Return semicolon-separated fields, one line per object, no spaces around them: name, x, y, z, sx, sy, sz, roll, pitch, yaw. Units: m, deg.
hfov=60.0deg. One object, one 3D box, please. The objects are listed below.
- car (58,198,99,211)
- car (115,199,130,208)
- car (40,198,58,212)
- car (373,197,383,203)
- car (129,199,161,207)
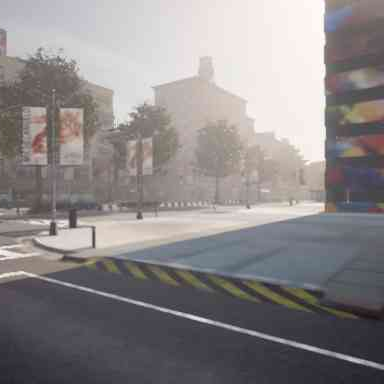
car;-14.239;1.584;42.810;2.097;1.767;4.553;0;0;36
car;-10.190;1.858;54.458;1.895;1.301;4.718;0;0;36
car;-17.875;1.605;43.730;2.097;1.767;4.553;0;0;36
car;27.065;1.465;47.486;2.161;1.482;4.786;0;0;35
car;-7.155;1.837;52.682;1.895;1.301;4.718;0;0;36
